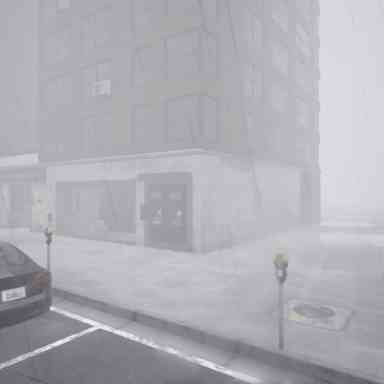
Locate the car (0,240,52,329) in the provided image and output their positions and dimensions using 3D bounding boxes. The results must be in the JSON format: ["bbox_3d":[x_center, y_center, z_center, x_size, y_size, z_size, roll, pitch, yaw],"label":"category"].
[{"bbox_3d":[-4.349,1.565,6.188,4.313,1.339,1.947,0,0,36],"label":"car"}]
